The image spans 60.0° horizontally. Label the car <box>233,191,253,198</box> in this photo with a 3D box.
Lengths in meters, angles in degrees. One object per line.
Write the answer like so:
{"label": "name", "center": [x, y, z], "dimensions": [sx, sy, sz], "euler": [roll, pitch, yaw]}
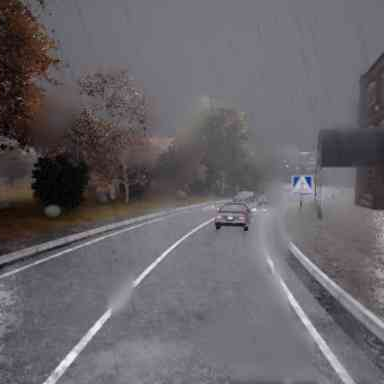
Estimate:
{"label": "car", "center": [6.536, 0.668, 41.350], "dimensions": [1.837, 1.490, 4.892], "euler": [2, 2, 27]}

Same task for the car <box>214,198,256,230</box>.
{"label": "car", "center": [2.535, 1.343, 19.607], "dimensions": [2.033, 1.411, 5.357], "euler": [1, 1, 13]}

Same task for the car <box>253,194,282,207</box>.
{"label": "car", "center": [8.930, 0.903, 37.972], "dimensions": [2.033, 1.411, 5.357], "euler": [2, 2, 25]}
